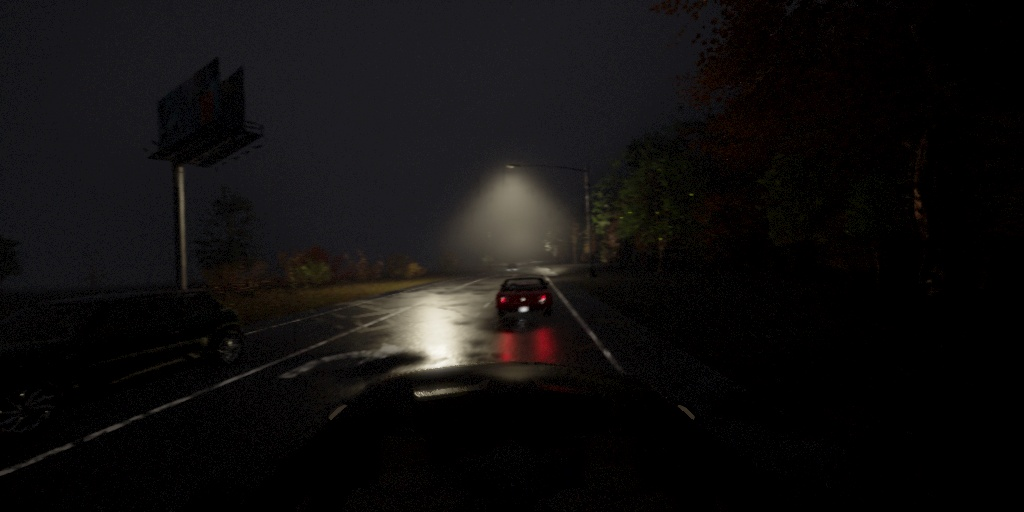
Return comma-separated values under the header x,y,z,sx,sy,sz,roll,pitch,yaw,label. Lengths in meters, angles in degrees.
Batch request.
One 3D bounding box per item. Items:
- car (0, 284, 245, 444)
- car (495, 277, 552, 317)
x,y,z,sx,sy,sz,roll,pitch,yaw,label
-6.955,1.444,5.872,2.097,1.767,4.553,-3,-1,3,car
0.489,1.444,13.810,1.895,1.301,4.718,-3,-1,3,car
